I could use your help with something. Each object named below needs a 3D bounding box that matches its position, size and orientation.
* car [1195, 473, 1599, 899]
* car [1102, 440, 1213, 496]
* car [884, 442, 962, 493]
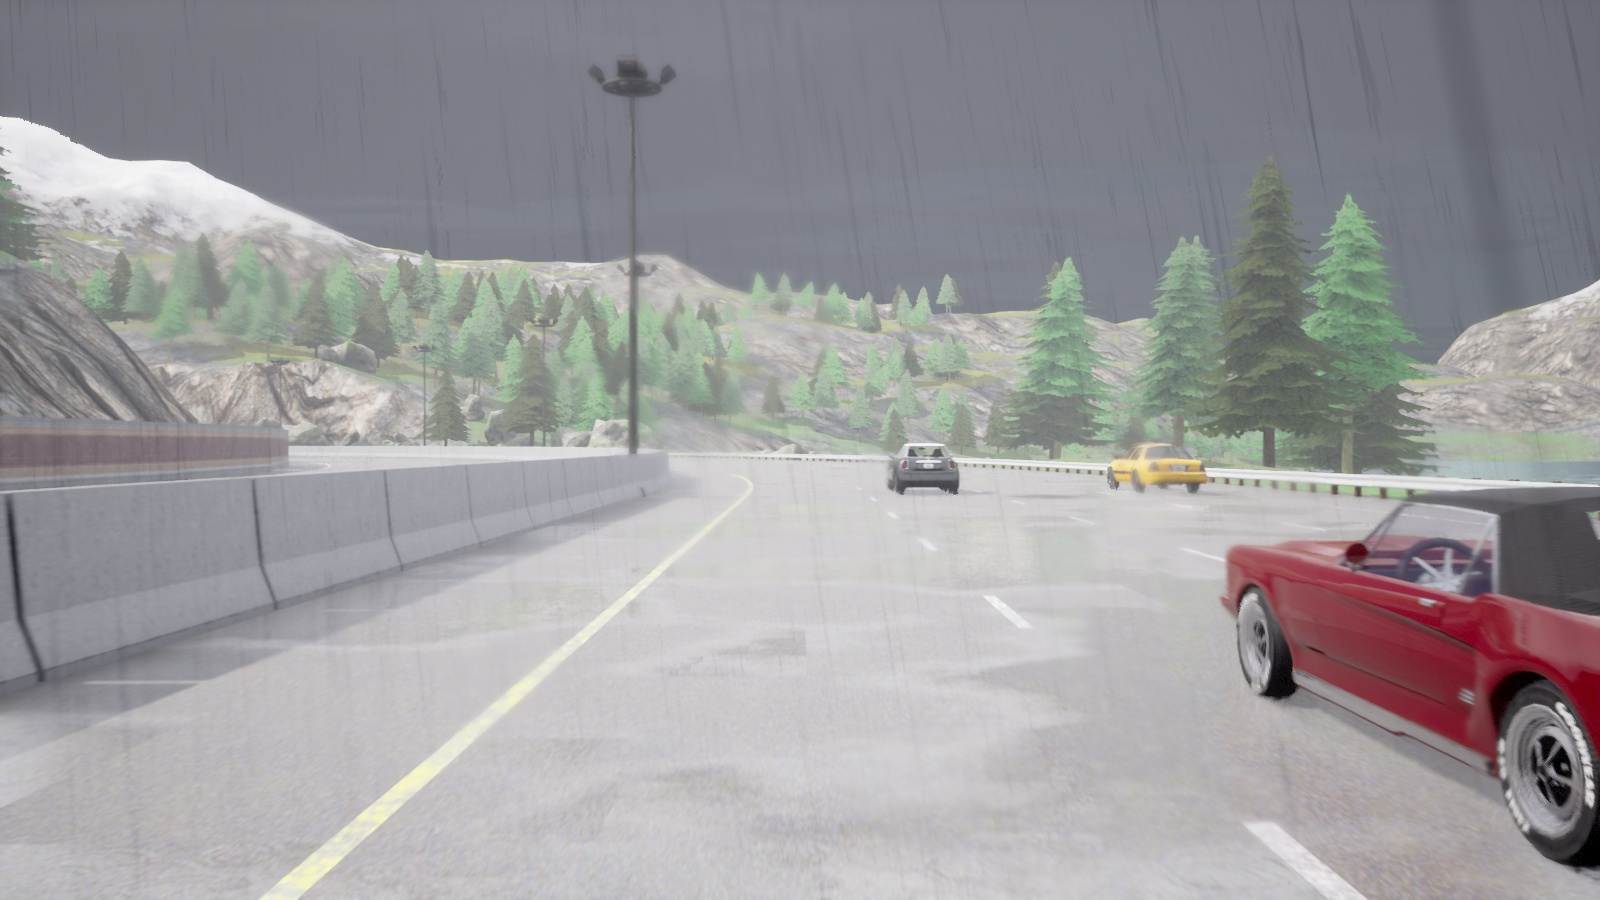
[{"bbox_3d":[3.549,0.816,5.943,1.895,1.301,4.718,0,0,0],"label":"car"},{"bbox_3d":[10.699,0.480,38.018,1.801,1.575,5.366,0,0,0],"label":"car"},{"bbox_3d":[3.692,0.499,38.255,1.970,1.475,3.806,0,0,-1],"label":"car"}]
